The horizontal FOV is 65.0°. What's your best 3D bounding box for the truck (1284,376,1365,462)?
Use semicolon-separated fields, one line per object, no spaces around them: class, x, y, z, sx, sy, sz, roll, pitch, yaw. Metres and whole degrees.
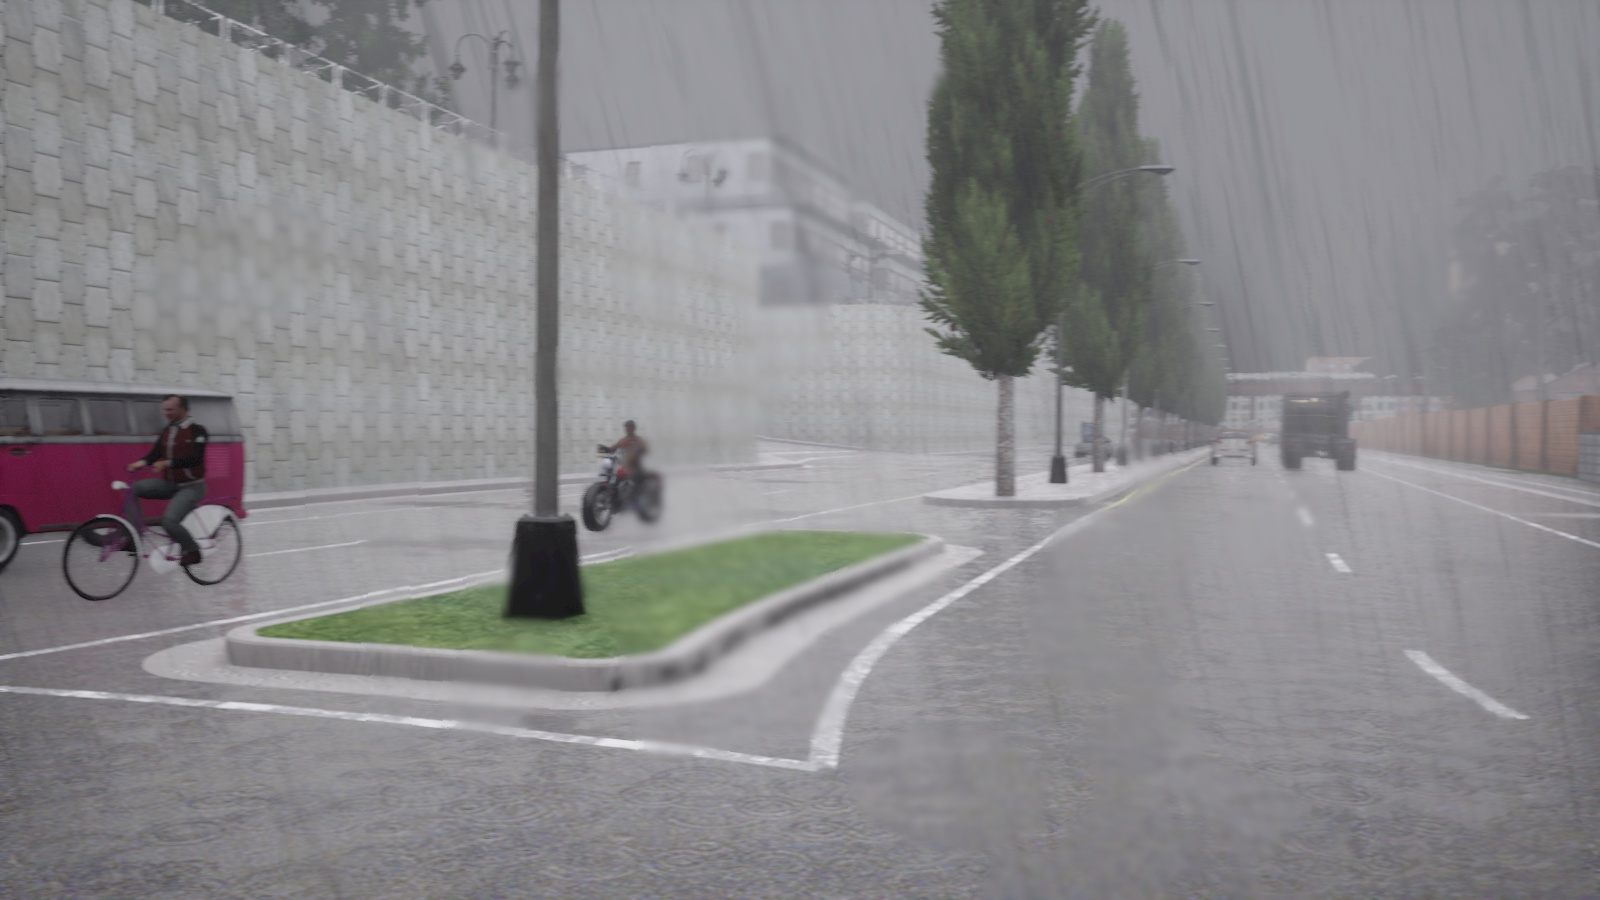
truck;22.807;-1.331;54.929;2.891;3.462;7.936;0;1;20

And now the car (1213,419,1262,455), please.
car;21.282;-0.648;60.967;2.152;1.651;5.027;0;1;20

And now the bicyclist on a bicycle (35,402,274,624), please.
bicyclist on a bicycle;-5.573;0.488;10.984;0.659;1.776;1.843;0;1;22

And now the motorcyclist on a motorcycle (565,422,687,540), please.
motorcyclist on a motorcycle;-2.559;0.417;18.827;0.766;1.649;2.350;0;1;20

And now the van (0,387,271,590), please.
van;-8.196;0.353;13.812;1.775;1.987;4.442;0;1;21

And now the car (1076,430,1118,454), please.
car;17.586;-0.493;74.213;1.895;1.301;4.718;0;1;20
